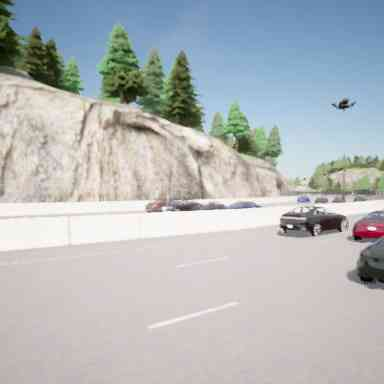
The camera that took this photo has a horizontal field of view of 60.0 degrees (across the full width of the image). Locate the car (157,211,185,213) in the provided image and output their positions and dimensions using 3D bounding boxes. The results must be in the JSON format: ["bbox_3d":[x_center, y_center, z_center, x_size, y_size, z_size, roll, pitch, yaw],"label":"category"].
[{"bbox_3d":[-1.031,1.541,34.968,4.902,1.511,2.128,0,0,-43],"label":"car"}]

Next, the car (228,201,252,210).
[{"bbox_3d":[4.591,1.562,30.643,4.674,1.442,1.812,0,0,-43],"label":"car"}]

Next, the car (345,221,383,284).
[{"bbox_3d":[6.004,1.568,8.525,4.181,1.385,1.994,0,0,-39],"label":"car"}]

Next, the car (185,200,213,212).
[{"bbox_3d":[1.806,1.607,32.839,4.181,1.385,1.994,0,0,-43],"label":"car"}]

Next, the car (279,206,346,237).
[{"bbox_3d":[6.756,1.508,18.233,4.902,1.511,2.128,0,0,-40],"label":"car"}]

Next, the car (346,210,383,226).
[{"bbox_3d":[9.438,1.574,15.932,4.181,1.385,1.994,0,0,-40],"label":"car"}]

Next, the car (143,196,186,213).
[{"bbox_3d":[-3.127,1.408,37.800,4.553,1.767,2.097,0,0,-43],"label":"car"}]
